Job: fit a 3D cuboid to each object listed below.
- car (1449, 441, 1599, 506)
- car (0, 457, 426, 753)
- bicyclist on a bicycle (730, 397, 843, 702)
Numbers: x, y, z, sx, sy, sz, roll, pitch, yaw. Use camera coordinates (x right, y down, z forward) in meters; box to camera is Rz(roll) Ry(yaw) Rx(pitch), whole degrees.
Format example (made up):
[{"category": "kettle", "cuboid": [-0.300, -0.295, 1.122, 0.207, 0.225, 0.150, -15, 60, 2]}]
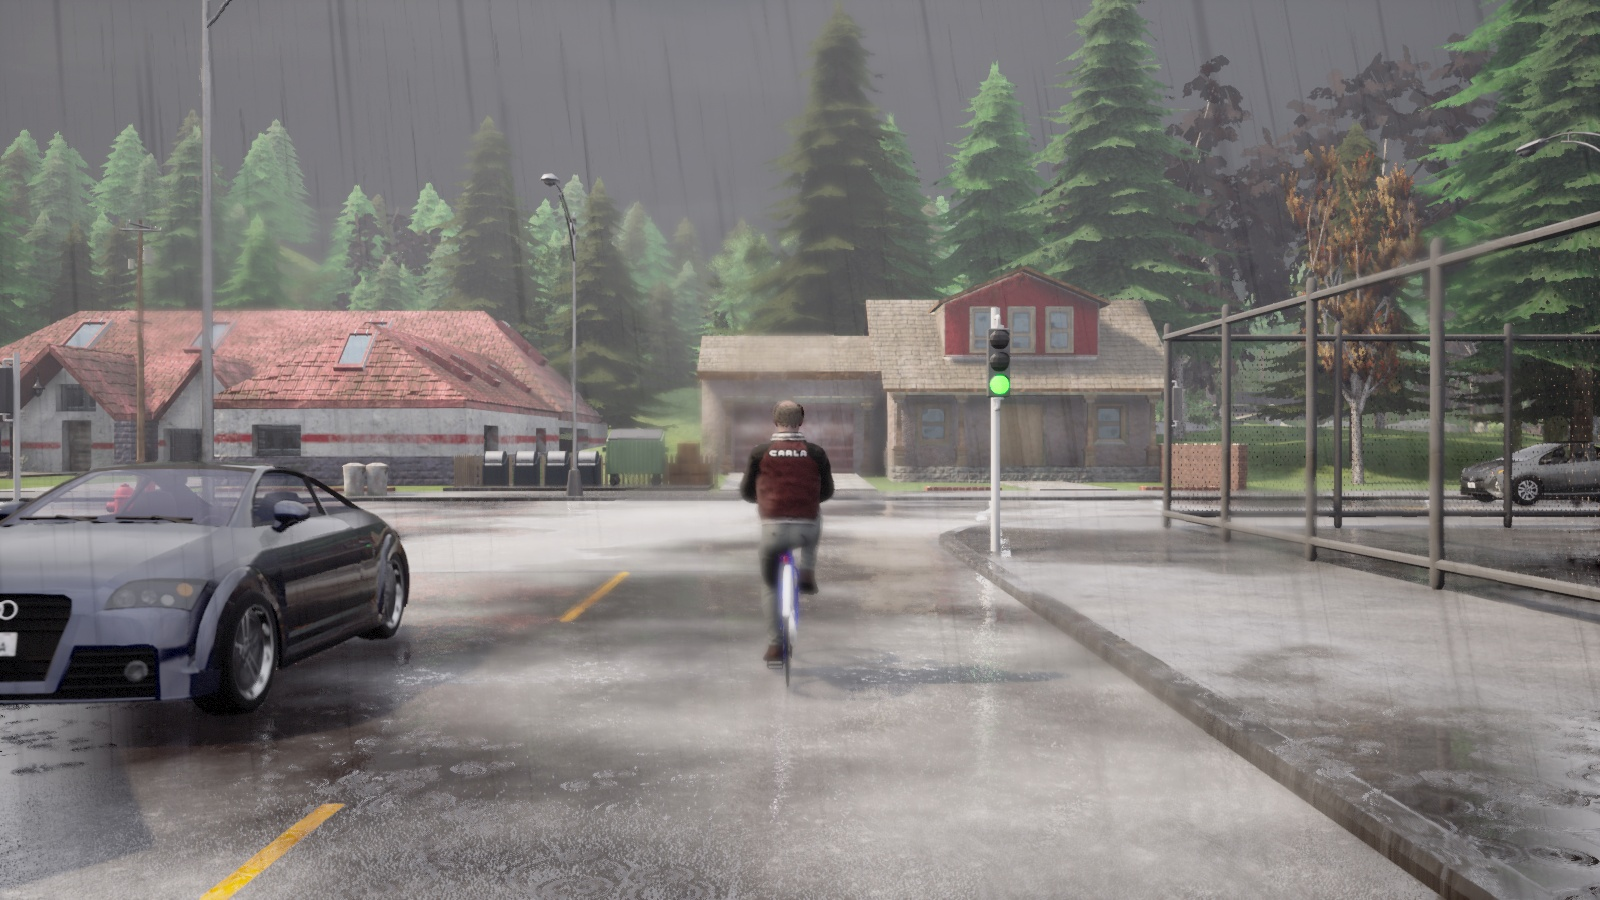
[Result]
[{"category": "car", "cuboid": [18.498, 0.536, 30.437, 4.514, 1.525, 2.007, 0, 0, -1]}, {"category": "car", "cuboid": [-4.026, 0.761, 8.154, 1.994, 1.385, 4.181, 0, 0, -1]}, {"category": "bicyclist on a bicycle", "cuboid": [-0.068, 0.571, 8.234, 0.659, 1.776, 1.843, 0, 0, 1]}]
